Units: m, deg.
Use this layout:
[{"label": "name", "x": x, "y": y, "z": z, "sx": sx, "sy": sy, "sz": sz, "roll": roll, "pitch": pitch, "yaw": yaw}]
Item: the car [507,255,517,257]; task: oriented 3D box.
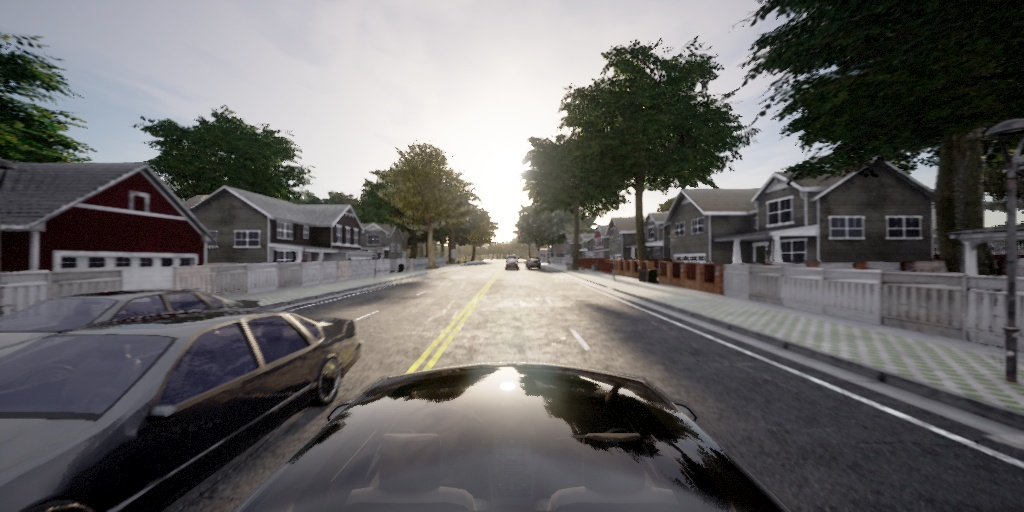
[{"label": "car", "x": 0.018, "y": 0.868, "z": 62.936, "sx": 2.150, "sy": 2.045, "sz": 5.566, "roll": 0, "pitch": 0, "yaw": 0}]

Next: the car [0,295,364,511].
[{"label": "car", "x": -3.321, "y": 1.298, "z": 3.474, "sx": 2.033, "sy": 1.411, "sz": 5.357, "roll": 0, "pitch": 0, "yaw": 0}]

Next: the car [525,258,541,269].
[{"label": "car", "x": 3.265, "y": 1.174, "z": 52.796, "sx": 1.837, "sy": 1.490, "sz": 4.892, "roll": 0, "pitch": 0, "yaw": 0}]

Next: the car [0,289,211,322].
[{"label": "car", "x": -6.586, "y": 1.298, "z": 5.974, "sx": 2.033, "sy": 1.411, "sz": 5.357, "roll": 0, "pitch": 0, "yaw": -2}]

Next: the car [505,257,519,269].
[{"label": "car", "x": 0.015, "y": 1.196, "z": 52.797, "sx": 1.812, "sy": 1.442, "sz": 4.674, "roll": 0, "pitch": 0, "yaw": 0}]
